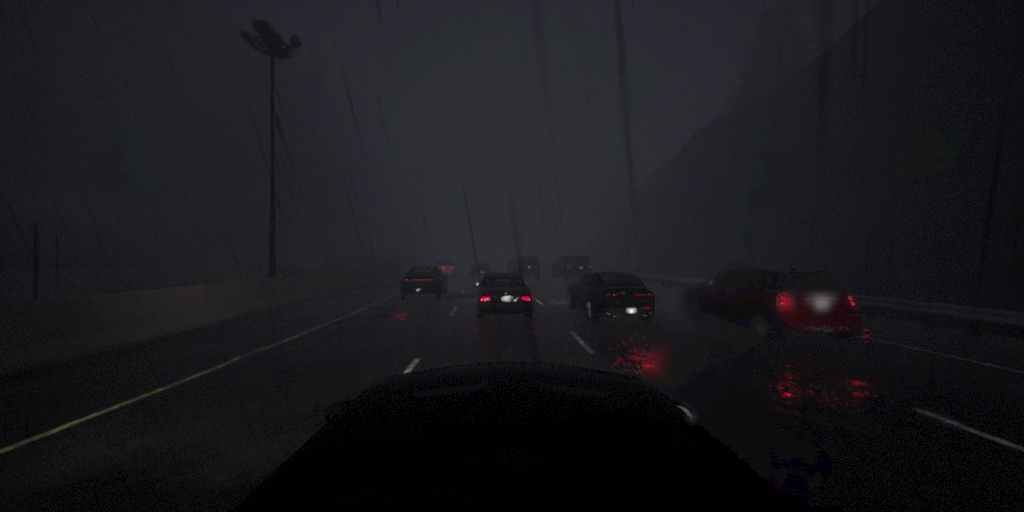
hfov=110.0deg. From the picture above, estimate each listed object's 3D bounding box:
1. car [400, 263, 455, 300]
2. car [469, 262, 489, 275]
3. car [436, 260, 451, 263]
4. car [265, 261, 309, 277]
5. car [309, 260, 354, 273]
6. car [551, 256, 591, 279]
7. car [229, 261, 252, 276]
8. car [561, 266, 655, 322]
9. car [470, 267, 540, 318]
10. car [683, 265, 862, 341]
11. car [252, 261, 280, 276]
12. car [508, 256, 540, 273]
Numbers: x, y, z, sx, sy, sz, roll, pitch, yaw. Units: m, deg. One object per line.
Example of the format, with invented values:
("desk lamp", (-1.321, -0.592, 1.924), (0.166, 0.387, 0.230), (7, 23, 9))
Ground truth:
("car", (-4.280, 1.270, 17.996), (2.128, 1.511, 4.902), (0, 0, -5))
("car", (-3.172, 1.323, 35.467), (1.812, 1.442, 4.674), (0, 0, -10))
("car", (-6.840, 1.158, 36.048), (2.097, 1.767, 4.553), (0, 0, -10))
("car", (-20.806, 1.435, 33.786), (1.895, 1.301, 4.718), (0, 0, -10))
("car", (-17.457, 1.376, 34.927), (2.033, 1.411, 5.357), (0, 0, -11))
("car", (4.865, 0.994, 29.839), (2.150, 2.045, 5.566), (0, 0, -8))
("car", (-28.995, 1.350, 39.520), (2.128, 1.511, 4.902), (0, 0, -11))
("car", (3.169, 1.260, 12.316), (1.837, 1.490, 4.892), (0, 0, -3))
("car", (-0.339, 1.312, 13.024), (2.033, 1.411, 5.357), (0, 0, -4))
("car", (6.780, 1.097, 10.077), (2.097, 1.767, 4.553), (0, 0, -3))
("car", (-25.251, 1.341, 38.543), (2.128, 1.511, 4.902), (0, 0, -11))
("car", (0.986, 1.005, 31.975), (2.150, 2.045, 5.566), (0, 0, -9))
